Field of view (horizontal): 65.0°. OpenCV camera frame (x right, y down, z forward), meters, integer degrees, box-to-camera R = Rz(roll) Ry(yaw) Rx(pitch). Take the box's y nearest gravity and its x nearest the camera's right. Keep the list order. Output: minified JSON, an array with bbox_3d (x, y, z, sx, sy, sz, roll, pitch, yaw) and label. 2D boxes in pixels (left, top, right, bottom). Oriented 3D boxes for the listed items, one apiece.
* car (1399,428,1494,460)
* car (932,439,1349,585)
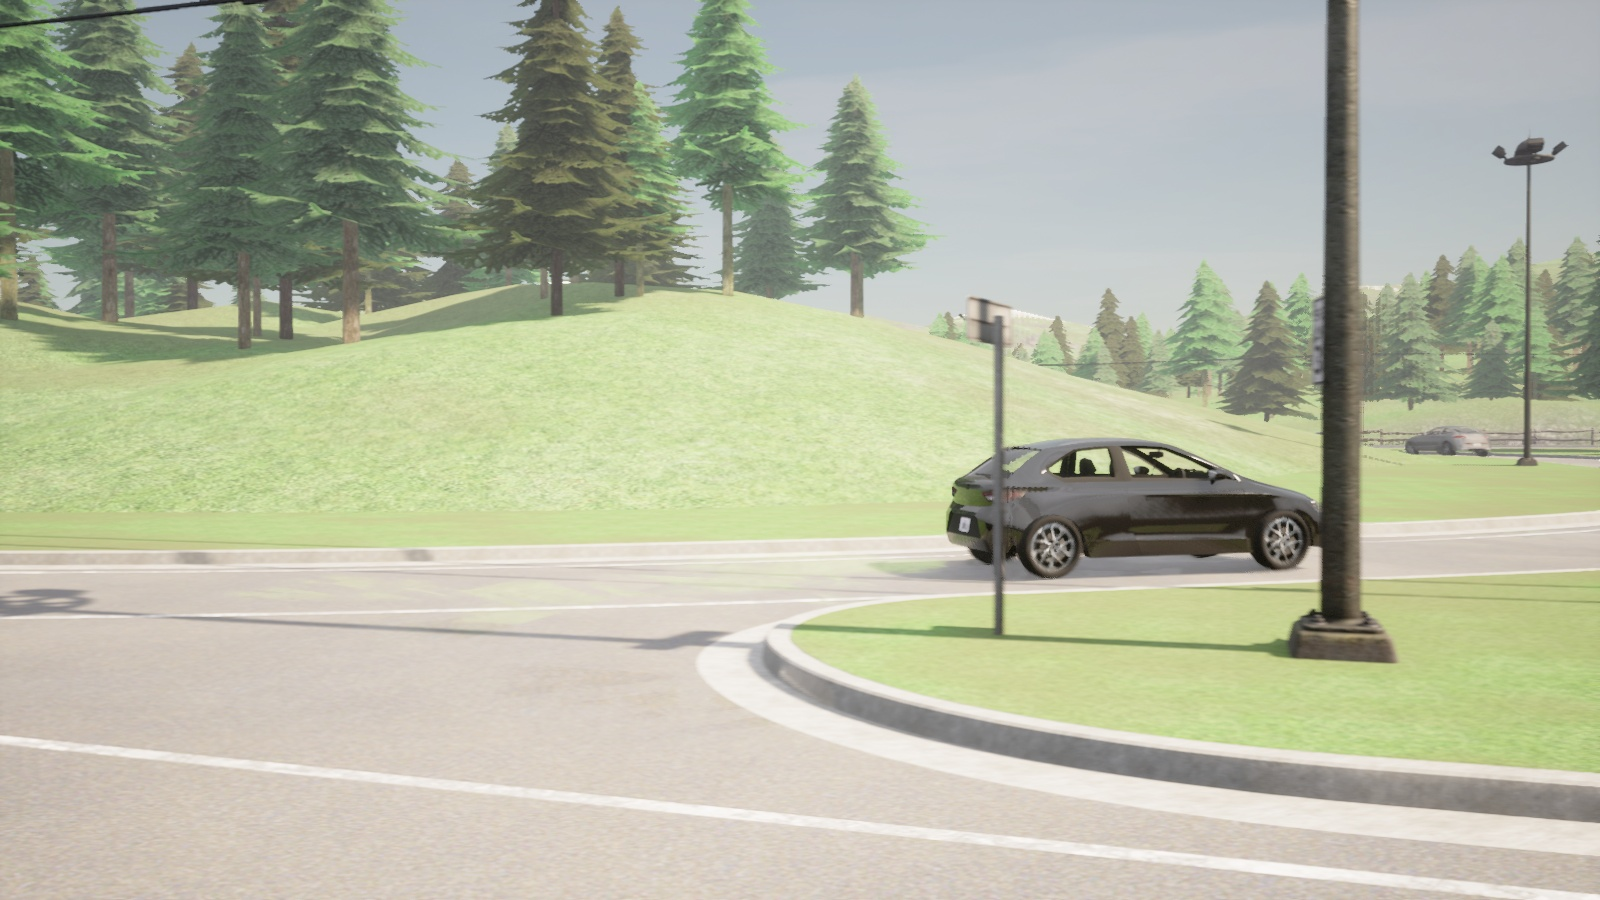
[{"bbox_3d":[35.105,-0.358,68.363,2.152,1.651,5.027,0,1,-7],"label":"car"},{"bbox_3d":[3.794,0.627,14.226,4.193,1.474,1.816,0,1,-14],"label":"car"}]
